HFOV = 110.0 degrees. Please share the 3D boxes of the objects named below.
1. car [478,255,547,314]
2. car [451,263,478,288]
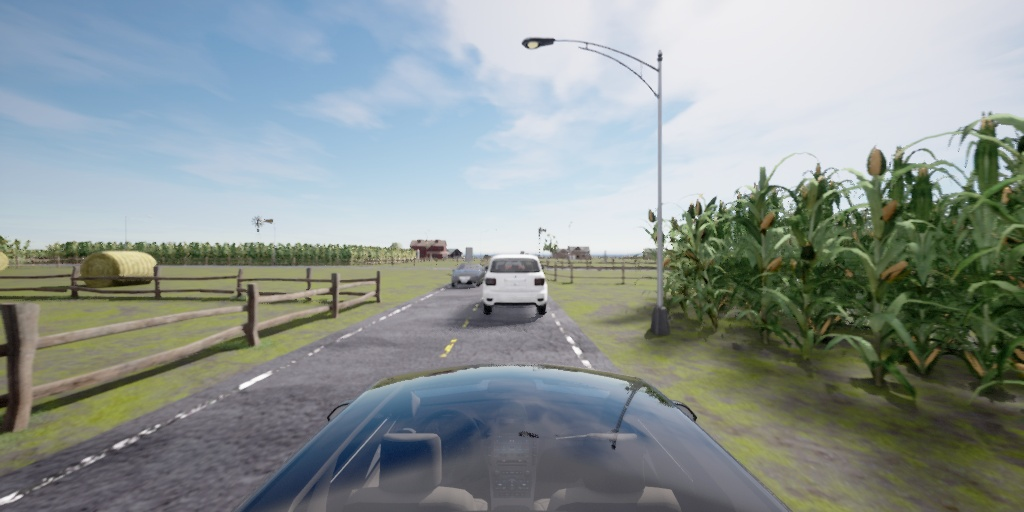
[{"bbox_3d":[0.099,0.973,13.931,2.150,2.045,5.566,0,0,0],"label":"car"},{"bbox_3d":[-2.836,1.241,23.802,2.128,1.511,4.902,0,0,0],"label":"car"}]
